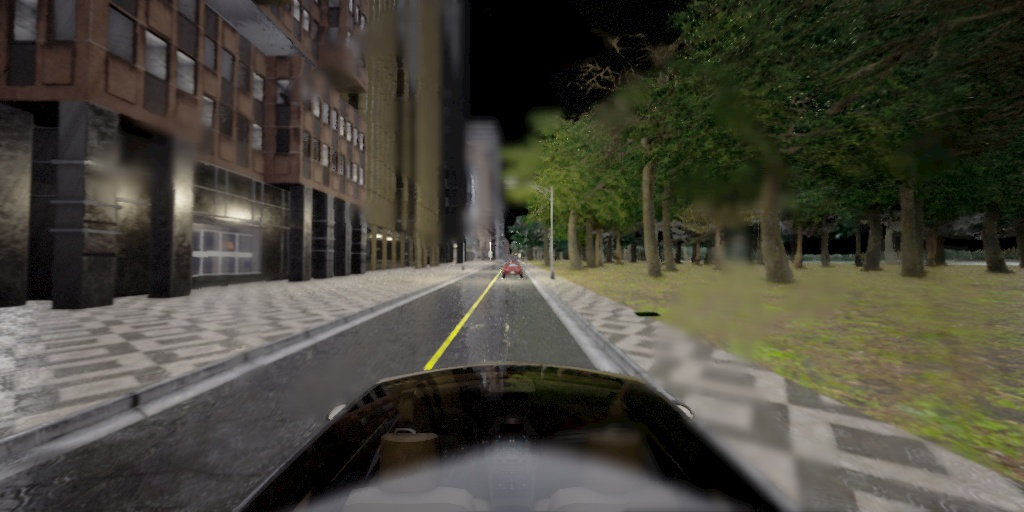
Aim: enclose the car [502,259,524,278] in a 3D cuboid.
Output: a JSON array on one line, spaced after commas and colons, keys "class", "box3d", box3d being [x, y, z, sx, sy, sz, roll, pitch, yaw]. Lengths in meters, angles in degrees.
[{"class": "car", "box3d": [0.066, 1.279, 33.881, 1.812, 1.442, 4.674, 0, 0, 0]}]
